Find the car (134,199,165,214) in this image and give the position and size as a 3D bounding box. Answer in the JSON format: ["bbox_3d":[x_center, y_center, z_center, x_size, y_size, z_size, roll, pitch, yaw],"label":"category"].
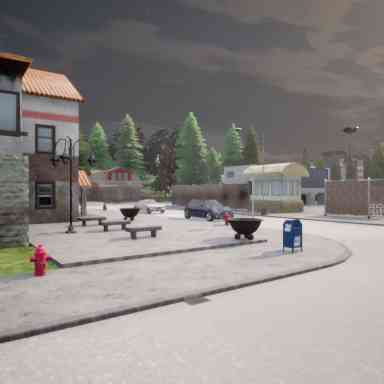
[{"bbox_3d":[-4.615,1.526,35.374,1.812,1.442,4.674,0,0,-35],"label":"car"}]

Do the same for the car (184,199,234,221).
[{"bbox_3d":[1.309,1.352,27.020,2.097,1.767,4.553,0,0,-35],"label":"car"}]
